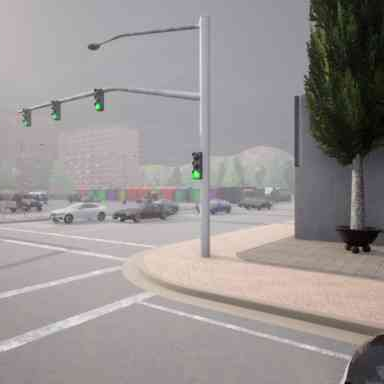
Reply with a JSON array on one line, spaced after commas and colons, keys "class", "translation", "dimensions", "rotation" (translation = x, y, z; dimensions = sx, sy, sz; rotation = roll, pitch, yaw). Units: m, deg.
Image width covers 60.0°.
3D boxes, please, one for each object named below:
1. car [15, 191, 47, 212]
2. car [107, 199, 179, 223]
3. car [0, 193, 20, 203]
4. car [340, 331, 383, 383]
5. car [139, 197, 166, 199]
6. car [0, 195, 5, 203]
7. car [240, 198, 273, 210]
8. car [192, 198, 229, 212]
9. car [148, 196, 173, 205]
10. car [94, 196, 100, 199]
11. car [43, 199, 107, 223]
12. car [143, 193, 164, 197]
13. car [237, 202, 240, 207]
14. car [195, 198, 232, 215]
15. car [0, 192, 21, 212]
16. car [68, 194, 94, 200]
[{"class": "car", "translation": [-18.205, 1.156, 36.471], "dimensions": [3.866, 1.878, 1.905], "rotation": [0, 0, 35]}, {"class": "car", "translation": [-3.707, 1.547, 26.283], "dimensions": [2.033, 1.411, 5.357], "rotation": [0, 0, 36]}, {"class": "car", "translation": [-36.747, 1.153, 66.763], "dimensions": [4.605, 1.855, 1.932], "rotation": [0, 0, 35]}, {"class": "car", "translation": [3.358, 1.492, 1.570], "dimensions": [4.902, 1.511, 2.128], "rotation": [0, 0, 36]}, {"class": "car", "translation": [-3.160, 1.526, 32.890], "dimensions": [1.812, 1.442, 4.674], "rotation": [0, 0, 37]}, {"class": "car", "translation": [-38.254, 1.364, 64.542], "dimensions": [3.905, 1.438, 1.784], "rotation": [0, 0, 35]}, {"class": "car", "translation": [8.730, 1.547, 42.988], "dimensions": [2.033, 1.411, 5.357], "rotation": [0, 0, 37]}, {"class": "car", "translation": [2.316, 1.491, 40.252], "dimensions": [2.128, 1.511, 4.902], "rotation": [0, 0, 37]}, {"class": "car", "translation": [-5.239, 1.395, 54.882], "dimensions": [3.806, 1.475, 1.970], "rotation": [0, 0, 35]}, {"class": "car", "translation": [-19.519, 1.364, 64.940], "dimensions": [3.905, 1.438, 1.784], "rotation": [0, 0, 35]}, {"class": "car", "translation": [-8.546, 1.526, 25.547], "dimensions": [1.812, 1.442, 4.674], "rotation": [0, 0, 38]}, {"class": "car", "translation": [-6.918, 1.156, 52.523], "dimensions": [3.866, 1.878, 1.905], "rotation": [0, 0, 35]}, {"class": "car", "translation": [8.652, 1.547, 48.696], "dimensions": [2.033, 1.411, 5.357], "rotation": [0, 0, 37]}, {"class": "car", "translation": [2.436, 1.526, 34.547], "dimensions": [1.812, 1.442, 4.674], "rotation": [0, 0, 37]}, {"class": "car", "translation": [-19.919, 1.153, 34.138], "dimensions": [4.605, 1.855, 1.932], "rotation": [0, 0, 35]}, {"class": "car", "translation": [-21.242, 1.153, 62.611], "dimensions": [4.605, 1.855, 1.932], "rotation": [0, 0, 35]}]
